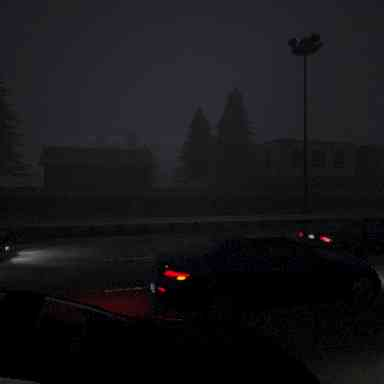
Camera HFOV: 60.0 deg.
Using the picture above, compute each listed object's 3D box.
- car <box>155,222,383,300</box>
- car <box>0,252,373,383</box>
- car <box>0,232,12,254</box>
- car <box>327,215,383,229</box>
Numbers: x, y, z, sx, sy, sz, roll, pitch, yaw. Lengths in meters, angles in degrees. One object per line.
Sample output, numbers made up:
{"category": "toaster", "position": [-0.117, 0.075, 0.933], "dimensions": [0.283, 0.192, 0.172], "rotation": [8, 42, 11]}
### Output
{"category": "car", "position": [1.480, 1.525, 6.696], "dimensions": [4.674, 1.442, 1.812], "rotation": [0, 0, -18]}
{"category": "car", "position": [-1.353, 1.492, 2.122], "dimensions": [4.902, 1.511, 2.128], "rotation": [0, 0, -18]}
{"category": "car", "position": [-8.921, 1.546, 10.733], "dimensions": [5.357, 1.411, 2.033], "rotation": [0, 0, -18]}
{"category": "car", "position": [6.386, 1.546, 11.930], "dimensions": [5.357, 1.411, 2.033], "rotation": [0, 0, -18]}
